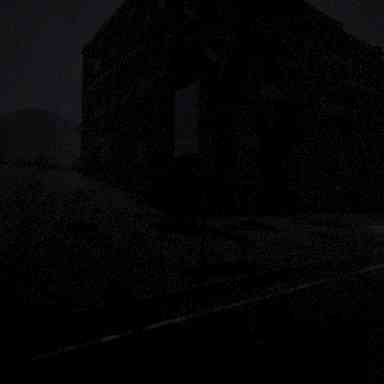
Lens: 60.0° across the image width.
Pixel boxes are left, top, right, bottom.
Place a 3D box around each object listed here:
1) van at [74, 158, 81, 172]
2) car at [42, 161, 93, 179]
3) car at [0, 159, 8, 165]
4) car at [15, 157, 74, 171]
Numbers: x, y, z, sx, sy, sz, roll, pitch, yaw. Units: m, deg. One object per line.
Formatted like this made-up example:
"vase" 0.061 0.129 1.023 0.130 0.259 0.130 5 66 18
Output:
"van" -10.649 -2.527 36.082 1.878 1.987 4.442 0 -2 39
"car" -13.761 -2.359 36.958 2.128 1.511 4.902 0 -2 39
"car" -17.794 -2.701 27.437 2.002 1.452 4.674 0 -2 41
"car" -14.234 -2.495 31.680 2.002 1.452 4.674 0 -2 40
